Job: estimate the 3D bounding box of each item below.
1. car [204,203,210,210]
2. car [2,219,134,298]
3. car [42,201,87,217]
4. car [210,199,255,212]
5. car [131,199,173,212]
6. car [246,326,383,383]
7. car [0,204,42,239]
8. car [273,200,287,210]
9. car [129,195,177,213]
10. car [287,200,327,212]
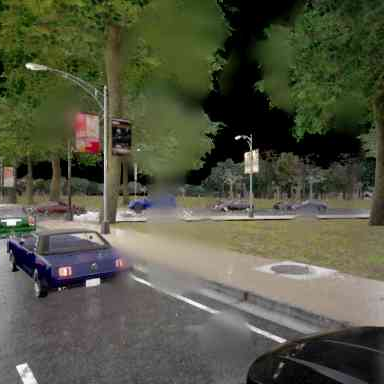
[{"bbox_3d":[3.867,1.708,43.696,4.674,1.442,1.812,0,0,-15],"label":"car"},{"bbox_3d":[-3.428,1.601,8.687,1.895,1.301,4.718,0,0,-38],"label":"car"},{"bbox_3d":[-12.679,1.603,32.484,4.674,1.442,1.812,0,0,-15],"label":"car"},{"bbox_3d":[5.235,1.678,40.696,4.902,1.511,2.128,0,0,-14],"label":"car"},{"bbox_3d":[-4.971,1.623,41.405,4.902,1.511,2.128,0,0,-14],"label":"car"},{"bbox_3d":[2.368,1.478,1.232,1.882,1.535,5.008,0,0,-38],"label":"car"},{"bbox_3d":[-8.941,1.352,15.787,2.097,1.767,4.553,0,0,-38],"label":"car"},{"bbox_3d":[13.443,1.806,46.178,4.181,1.385,1.994,0,0,-15],"label":"car"},{"bbox_3d":[-4.446,1.352,38.186,5.566,2.045,2.150,0,0,-15],"label":"car"},{"bbox_3d":[15.230,1.775,43.283,4.674,1.442,1.812,0,0,-14],"label":"car"}]
